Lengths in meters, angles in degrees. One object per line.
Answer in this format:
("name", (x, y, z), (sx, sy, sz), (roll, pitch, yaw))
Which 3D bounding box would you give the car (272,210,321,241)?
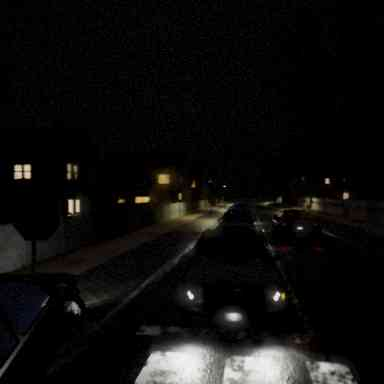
("car", (5.159, 1.600, 16.837), (1.994, 1.385, 4.181), (-1, 0, 9))

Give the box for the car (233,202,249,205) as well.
("car", (4.493, 1.651, 30.236), (1.882, 1.535, 5.008), (-1, -1, 9))

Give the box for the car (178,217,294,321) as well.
("car", (0.907, 1.566, 7.795), (2.033, 1.411, 5.357), (-1, -1, 6))

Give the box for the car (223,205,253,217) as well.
("car", (2.466, 1.636, 17.986), (2.033, 1.411, 5.357), (-1, -1, 9))

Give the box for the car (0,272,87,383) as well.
("car", (-2.382, 1.541, 3.015), (2.033, 1.411, 5.357), (-2, 3, -9))
